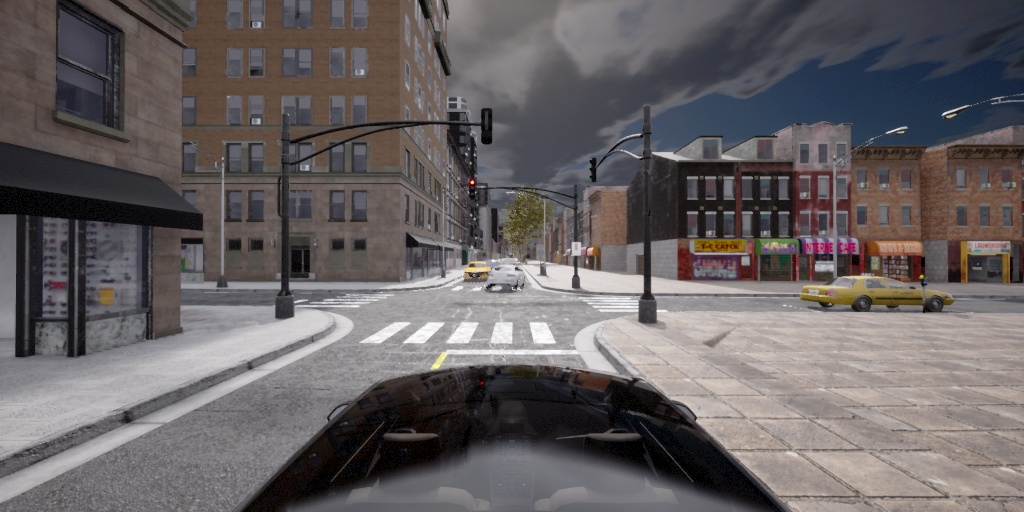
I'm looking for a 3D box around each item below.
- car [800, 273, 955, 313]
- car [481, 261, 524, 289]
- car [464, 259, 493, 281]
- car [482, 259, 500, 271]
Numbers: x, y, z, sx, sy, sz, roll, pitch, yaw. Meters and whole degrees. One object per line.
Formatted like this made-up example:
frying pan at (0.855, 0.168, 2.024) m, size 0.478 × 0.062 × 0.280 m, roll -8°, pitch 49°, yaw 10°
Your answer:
car at (13.884, 1.346, 13.735) m, size 4.829 × 1.417 × 1.751 m, roll 0°, pitch 0°, yaw 0°
car at (-0.337, 1.267, 22.822) m, size 1.812 × 1.442 × 4.674 m, roll 1°, pitch 0°, yaw 9°
car at (-2.841, 1.214, 29.829) m, size 1.882 × 1.535 × 5.008 m, roll 0°, pitch 0°, yaw 0°
car at (-2.840, 1.219, 49.524) m, size 2.128 × 1.511 × 4.902 m, roll 0°, pitch 0°, yaw 0°
